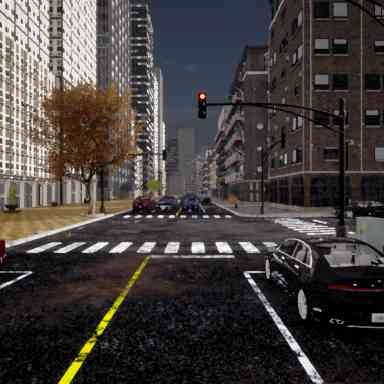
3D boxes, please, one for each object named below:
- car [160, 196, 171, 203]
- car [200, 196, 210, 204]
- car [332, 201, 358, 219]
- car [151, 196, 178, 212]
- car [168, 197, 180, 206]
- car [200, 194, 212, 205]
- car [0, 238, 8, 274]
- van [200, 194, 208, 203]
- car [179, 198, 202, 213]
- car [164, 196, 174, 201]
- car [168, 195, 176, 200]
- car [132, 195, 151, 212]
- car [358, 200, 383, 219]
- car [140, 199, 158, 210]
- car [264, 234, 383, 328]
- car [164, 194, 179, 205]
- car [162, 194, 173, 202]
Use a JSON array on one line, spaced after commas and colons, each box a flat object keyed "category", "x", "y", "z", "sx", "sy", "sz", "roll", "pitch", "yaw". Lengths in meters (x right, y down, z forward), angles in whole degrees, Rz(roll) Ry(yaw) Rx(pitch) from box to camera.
[{"category": "car", "x": -5.736, "y": 1.627, "z": 72.425, "sx": 1.947, "sy": 1.339, "sz": 4.313, "roll": 0, "pitch": 0, "yaw": 0}, {"category": "car", "x": 2.649, "y": 1.578, "z": 67.076, "sx": 1.752, "sy": 1.417, "sz": 4.829, "roll": 0, "pitch": 0, "yaw": 0}, {"category": "car", "x": 13.409, "y": 1.350, "z": 26.316, "sx": 4.403, "sy": 1.369, "sz": 2.008, "roll": -1, "pitch": 1, "yaw": -1}, {"category": "car", "x": -3.124, "y": 1.512, "z": 38.466, "sx": 2.128, "sy": 1.511, "sz": 4.902, "roll": 0, "pitch": 0, "yaw": 0}, {"category": "car", "x": -3.116, "y": 1.642, "z": 58.416, "sx": 1.895, "sy": 1.301, "sz": 4.718, "roll": 0, "pitch": 0, "yaw": 0}, {"category": "car", "x": 2.652, "y": 1.611, "z": 61.384, "sx": 1.947, "sy": 1.339, "sz": 4.313, "roll": 0, "pitch": 0, "yaw": 0}, {"category": "car", "x": -5.697, "y": 1.545, "z": 6.900, "sx": 1.887, "sy": 1.381, "sz": 4.507, "roll": 0, "pitch": 0, "yaw": 0}, {"category": "van", "x": 2.645, "y": 1.402, "z": 72.430, "sx": 1.690, "sy": 1.788, "sz": 3.998, "roll": 0, "pitch": 0, "yaw": 0}, {"category": "car", "x": -0.105, "y": 1.620, "z": 37.088, "sx": 1.895, "sy": 1.301, "sz": 4.718, "roll": 0, "pitch": 0, "yaw": 2}, {"category": "car", "x": -5.742, "y": 1.632, "z": 83.471, "sx": 2.008, "sy": 1.369, "sz": 4.403, "roll": 0, "pitch": 0, "yaw": 0}, {"category": "car", "x": -5.749, "y": 1.654, "z": 94.516, "sx": 2.008, "sy": 1.369, "sz": 4.403, "roll": 0, "pitch": 0, "yaw": 0}, {"category": "car", "x": -5.717, "y": 1.336, "z": 39.288, "sx": 2.192, "sy": 1.841, "sz": 5.009, "roll": 0, "pitch": 0, "yaw": 0}, {"category": "car", "x": 14.663, "y": 1.346, "z": 23.749, "sx": 4.181, "sy": 1.385, "sz": 1.994, "roll": -1, "pitch": 0, "yaw": -1}, {"category": "car", "x": -5.719, "y": 1.592, "z": 44.811, "sx": 1.947, "sy": 1.339, "sz": 4.313, "roll": 0, "pitch": 0, "yaw": 0}, {"category": "car", "x": 2.683, "y": 1.552, "z": 6.904, "sx": 2.008, "sy": 1.369, "sz": 4.403, "roll": 0, "pitch": 0, "yaw": 0}, {"category": "car", "x": -3.125, "y": 1.382, "z": 48.345, "sx": 2.097, "sy": 1.767, "sz": 4.553, "roll": 0, "pitch": 0, "yaw": 0}, {"category": "car", "x": -5.739, "y": 1.386, "z": 77.947, "sx": 2.192, "sy": 1.841, "sz": 5.009, "roll": 0, "pitch": 0, "yaw": 0}]
